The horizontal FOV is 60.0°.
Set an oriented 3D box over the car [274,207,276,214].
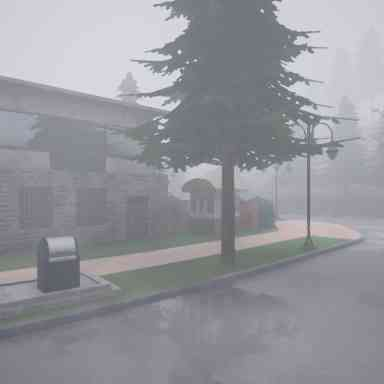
[{"bbox_3d":[4.880,1.444,28.961,4.718,1.301,1.895,0,0,43],"label":"car"}]
